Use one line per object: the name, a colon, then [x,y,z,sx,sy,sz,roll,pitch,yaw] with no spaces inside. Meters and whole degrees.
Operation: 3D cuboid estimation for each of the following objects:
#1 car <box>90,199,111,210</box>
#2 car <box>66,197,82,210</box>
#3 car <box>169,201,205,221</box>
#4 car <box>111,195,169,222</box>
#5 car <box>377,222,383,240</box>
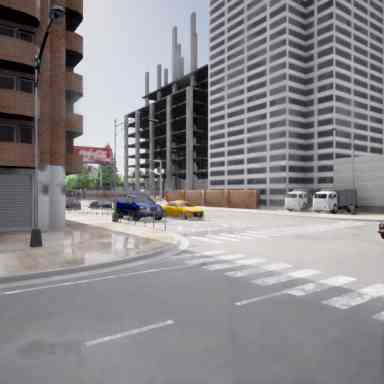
car: [-12.087,1.620,44.448,1.994,1.385,4.181,0,0,-35]
car: [-16.261,1.406,44.322,2.097,1.767,4.553,0,0,-35]
car: [-0.895,1.533,28.577,1.882,1.535,5.008,0,0,-35]
car: [-4.436,1.276,27.513,2.150,2.045,5.566,0,0,-35]
car: [10.862,1.645,15.898,4.718,1.301,1.895,0,0,-35]
